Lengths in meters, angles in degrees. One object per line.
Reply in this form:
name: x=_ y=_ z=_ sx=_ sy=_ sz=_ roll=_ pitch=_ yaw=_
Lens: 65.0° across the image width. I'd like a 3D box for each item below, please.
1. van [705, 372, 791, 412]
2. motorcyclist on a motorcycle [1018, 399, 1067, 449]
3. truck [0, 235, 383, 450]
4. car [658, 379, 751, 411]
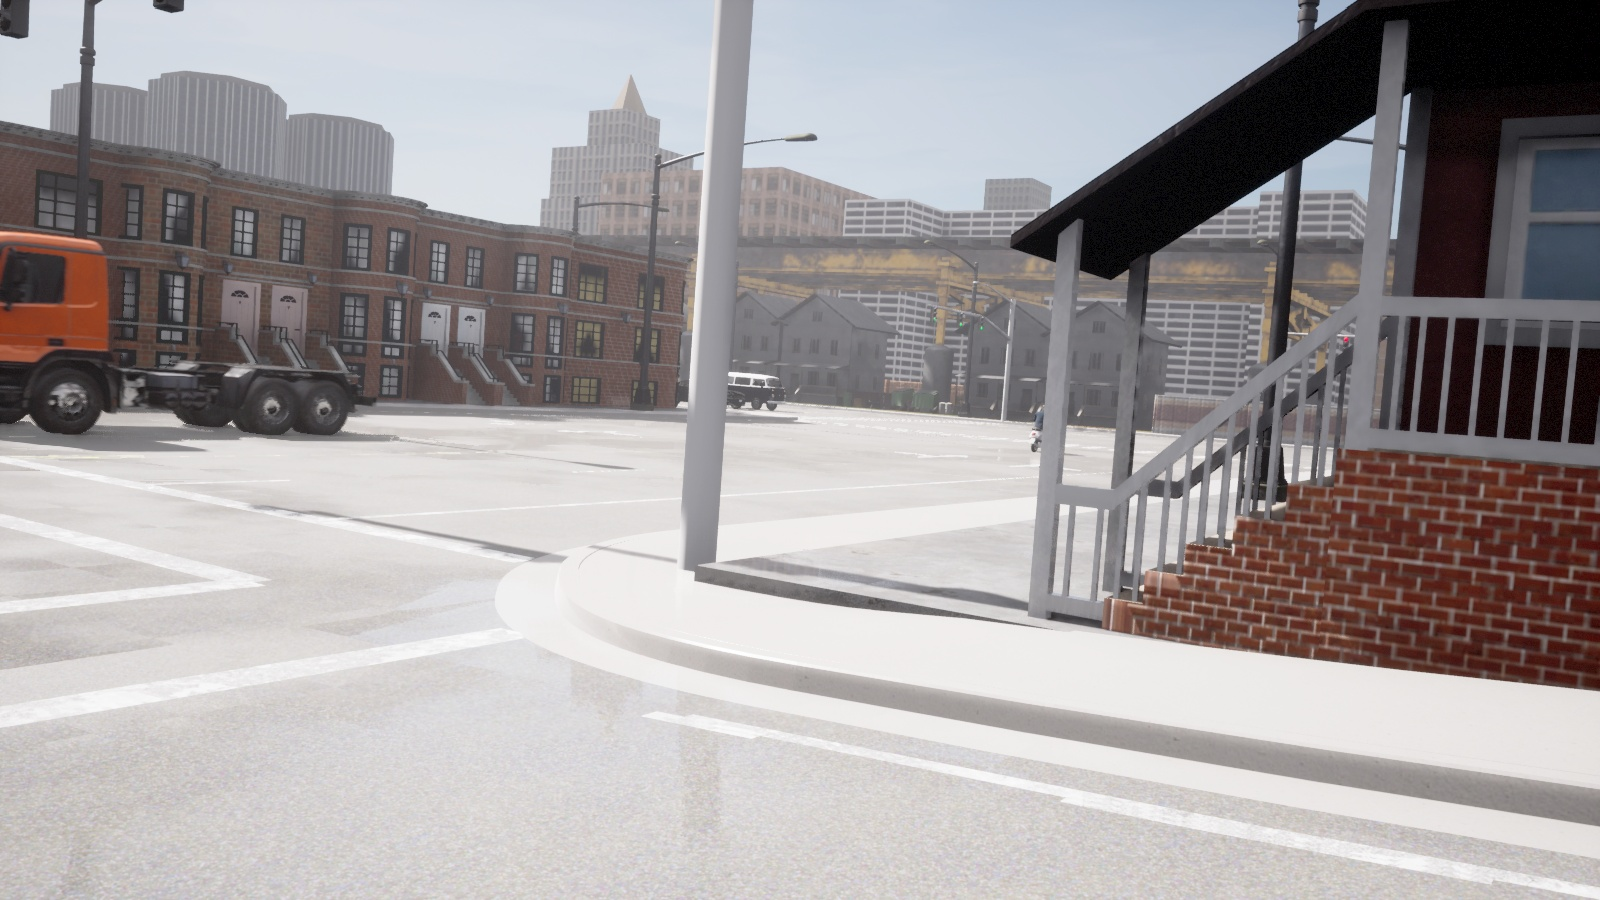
van: x=-3.023 y=-3.350 z=72.558 sx=4.480 sy=2.038 sz=2.069 roll=5 pitch=4 yaw=34
motorcyclist on a motorcycle: x=8.080 y=-0.857 z=41.775 sx=0.866 sy=1.590 sz=1.817 roll=5 pitch=4 yaw=34
truck: x=-12.222 y=-1.884 z=23.871 sx=2.891 sy=3.462 sz=7.936 roll=5 pitch=4 yaw=34
car: x=-5.347 y=-3.072 z=69.899 sx=5.008 sy=1.535 sz=1.882 roll=5 pitch=4 yaw=34
